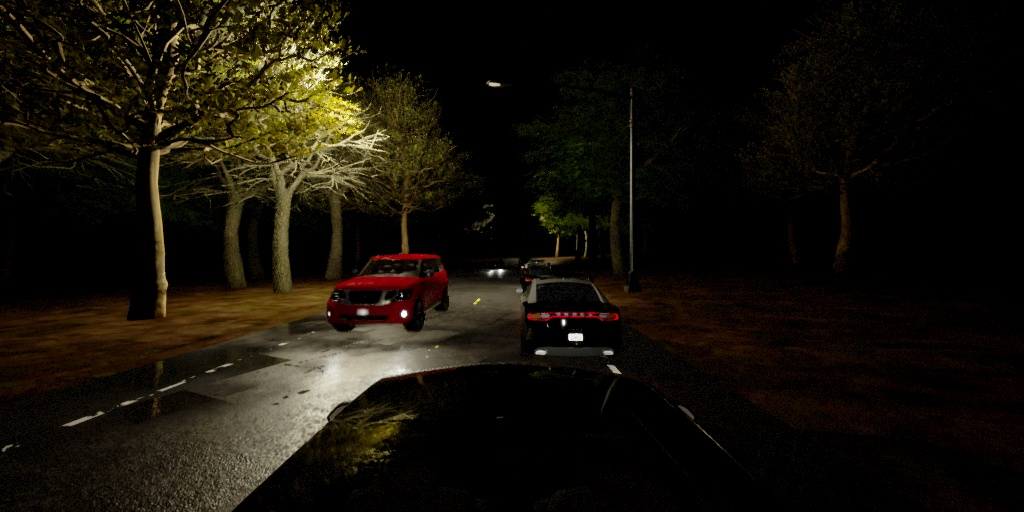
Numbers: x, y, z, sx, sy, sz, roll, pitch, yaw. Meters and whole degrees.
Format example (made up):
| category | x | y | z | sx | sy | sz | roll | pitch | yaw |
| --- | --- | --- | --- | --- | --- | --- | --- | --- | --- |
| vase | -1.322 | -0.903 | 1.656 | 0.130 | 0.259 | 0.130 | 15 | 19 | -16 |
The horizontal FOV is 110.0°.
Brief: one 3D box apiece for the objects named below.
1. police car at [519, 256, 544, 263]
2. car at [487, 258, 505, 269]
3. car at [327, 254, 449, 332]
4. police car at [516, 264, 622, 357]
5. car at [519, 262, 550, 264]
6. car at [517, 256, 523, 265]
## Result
| category | x | y | z | sx | sy | sz | roll | pitch | yaw |
| --- | --- | --- | --- | --- | --- | --- | --- | --- | --- |
| police car | 1.666 | 1.058 | 24.574 | 1.930 | 1.638 | 5.238 | 0 | 1 | 3 |
| car | -1.962 | 0.959 | 45.388 | 1.994 | 1.385 | 4.181 | 0 | 1 | 3 |
| car | -3.447 | 0.955 | 11.197 | 2.150 | 2.045 | 5.566 | 0 | 0 | 1 |
| police car | 1.126 | 1.166 | 8.660 | 1.930 | 1.638 | 5.238 | 0 | 0 | 1 |
| car | 1.405 | 1.215 | 18.488 | 1.812 | 1.442 | 4.674 | 0 | 0 | 2 |
| car | 1.820 | 0.836 | 50.133 | 1.837 | 1.490 | 4.892 | 0 | 1 | 2 |
